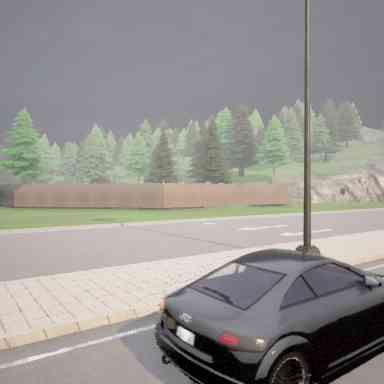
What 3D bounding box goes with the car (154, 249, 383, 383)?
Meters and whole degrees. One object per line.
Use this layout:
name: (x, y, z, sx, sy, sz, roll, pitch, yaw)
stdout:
car: (1.556, 1.563, 4.859, 4.181, 1.385, 1.994, 0, 0, -35)
